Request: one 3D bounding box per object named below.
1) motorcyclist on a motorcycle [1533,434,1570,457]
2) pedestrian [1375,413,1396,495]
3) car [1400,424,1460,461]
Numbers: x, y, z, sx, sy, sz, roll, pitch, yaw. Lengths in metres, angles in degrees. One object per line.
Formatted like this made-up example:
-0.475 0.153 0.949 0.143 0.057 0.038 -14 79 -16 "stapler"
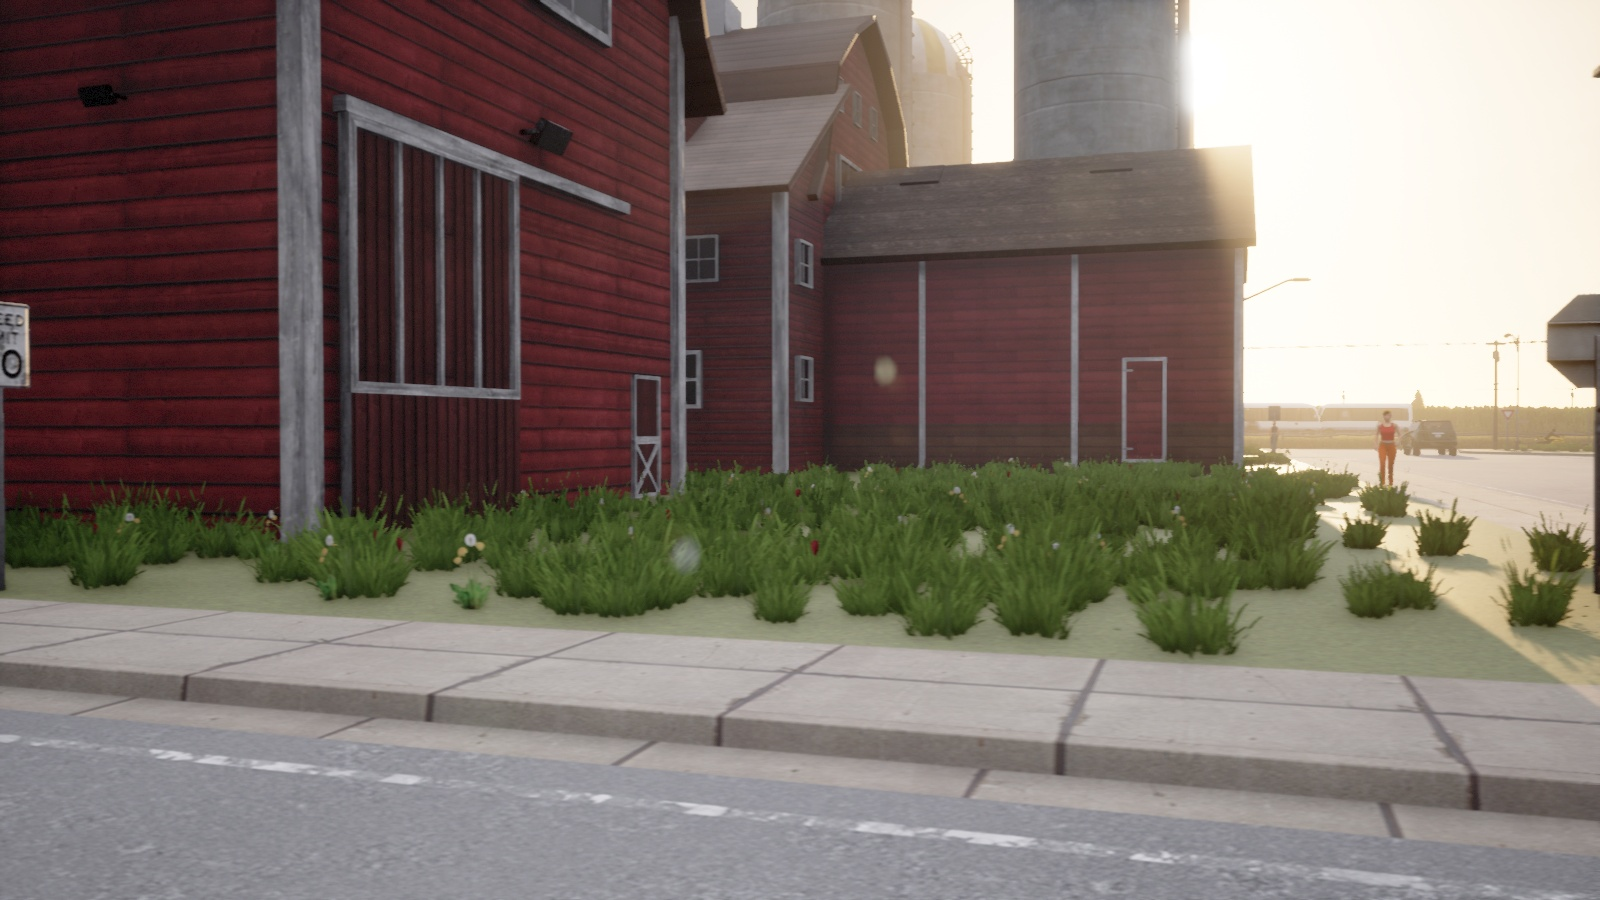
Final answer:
50.990 -0.330 85.223 2.044 1.523 0.797 1 1 18 "motorcyclist on a motorcycle"
13.211 0.082 28.336 0.345 1.836 0.594 1 1 30 "pedestrian"
35.829 -0.448 71.556 2.150 2.045 5.566 1 1 18 "car"
